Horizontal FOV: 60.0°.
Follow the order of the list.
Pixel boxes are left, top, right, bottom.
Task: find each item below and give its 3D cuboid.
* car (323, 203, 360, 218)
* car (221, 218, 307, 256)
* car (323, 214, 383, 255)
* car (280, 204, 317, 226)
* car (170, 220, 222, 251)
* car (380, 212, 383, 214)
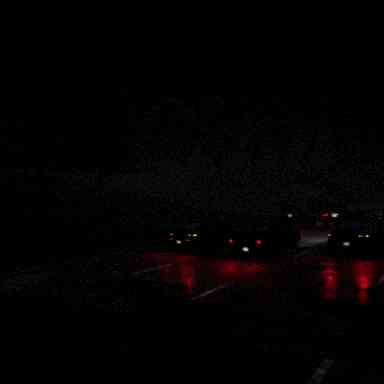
[{"bbox_3d":[12.854,2.007,28.415,2.150,2.045,5.566,-3,-3,36],"label":"car"},{"bbox_3d":[3.560,2.137,15.713,1.895,1.301,4.718,-3,-3,36],"label":"car"},{"bbox_3d":[7.622,1.940,15.340,1.812,1.442,4.674,-3,-3,36],"label":"car"},{"bbox_3d":[9.824,2.175,30.654,2.150,2.045,5.566,-3,-3,33],"label":"car"},{"bbox_3d":[0.737,2.218,17.786,1.812,1.442,4.674,-3,-3,36],"label":"car"},{"bbox_3d":[16.610,2.219,27.600,1.994,1.385,4.181,-3,-3,36],"label":"car"}]
